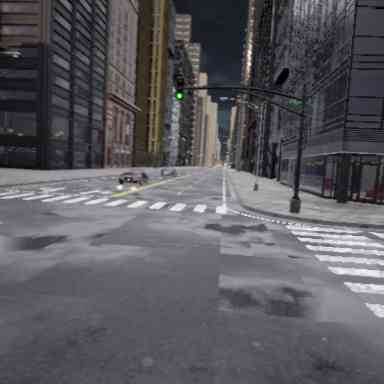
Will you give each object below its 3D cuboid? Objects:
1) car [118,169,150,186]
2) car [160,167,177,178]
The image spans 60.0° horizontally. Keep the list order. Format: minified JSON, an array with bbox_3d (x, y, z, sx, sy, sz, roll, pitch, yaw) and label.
[{"bbox_3d":[-5.189,-1.378,30.275,1.994,1.385,4.181,4,5,5],"label":"car"},{"bbox_3d":[-3.335,-2.933,48.783,2.128,1.511,4.902,4,5,6],"label":"car"}]
